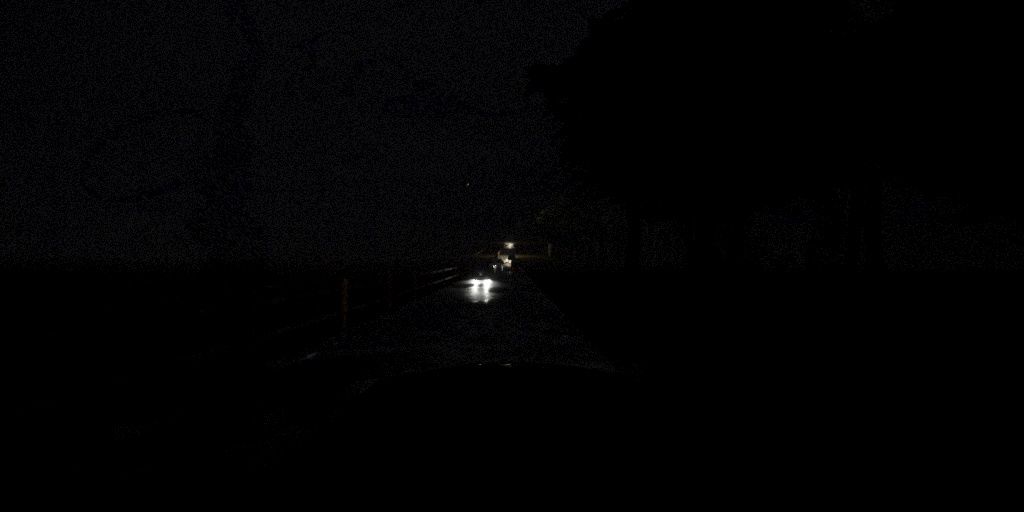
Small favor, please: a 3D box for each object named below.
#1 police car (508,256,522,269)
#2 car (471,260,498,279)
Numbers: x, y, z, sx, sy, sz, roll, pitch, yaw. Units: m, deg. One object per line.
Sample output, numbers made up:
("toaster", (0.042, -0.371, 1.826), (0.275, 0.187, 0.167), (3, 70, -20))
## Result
("police car", (0.791, 1.331, 61.608), (1.930, 1.638, 5.238), (0, 0, 0))
("car", (-2.854, 1.421, 35.291), (2.128, 1.511, 4.902), (0, 0, 0))
